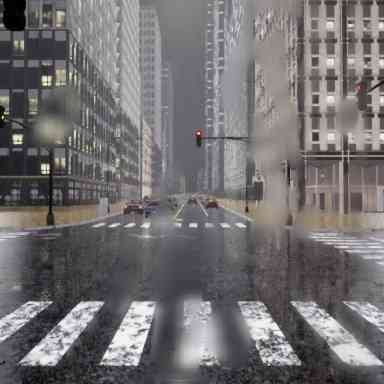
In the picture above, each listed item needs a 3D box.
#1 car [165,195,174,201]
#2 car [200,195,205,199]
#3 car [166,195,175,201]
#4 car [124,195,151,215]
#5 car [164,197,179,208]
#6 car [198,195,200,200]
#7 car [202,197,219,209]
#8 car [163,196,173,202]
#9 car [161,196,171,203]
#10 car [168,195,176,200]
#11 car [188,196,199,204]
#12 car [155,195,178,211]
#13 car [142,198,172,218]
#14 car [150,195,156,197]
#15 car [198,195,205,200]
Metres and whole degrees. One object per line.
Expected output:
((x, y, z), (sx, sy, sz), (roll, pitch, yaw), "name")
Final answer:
((-5.691, 1.578, 83.970), (1.887, 1.381, 4.507), (1, 0, 0), "car")
((2.695, 1.547, 56.334), (1.752, 1.417, 4.829), (1, 0, 0), "car")
((-5.692, 1.587, 89.546), (2.008, 1.369, 4.403), (1, 0, 0), "car")
((-5.680, 1.453, 33.794), (1.967, 1.590, 4.097), (1, 0, 0), "car")
((-3.104, 1.567, 51.058), (2.033, 1.411, 5.357), (0, 0, 0), "car")
((2.693, 1.590, 61.741), (1.947, 1.339, 4.313), (1, 0, 0), "car")
((2.695, 1.599, 45.008), (1.802, 1.307, 4.206), (1, 0, 0), "car")
((-5.690, 1.582, 78.395), (2.008, 1.369, 4.403), (1, 0, 0), "car")
((-5.689, 1.573, 72.820), (1.887, 1.381, 4.507), (1, 0, 0), "car")
((-5.694, 1.605, 95.121), (1.947, 1.339, 4.313), (1, 0, 0), "car")
((0.089, 1.572, 64.086), (2.033, 1.411, 5.357), (0, 0, 0), "car")
((-3.104, 1.520, 40.670), (1.837, 1.490, 4.892), (0, 0, 0), "car")
((-3.104, 1.537, 30.328), (1.812, 1.442, 4.674), (0, 0, 0), "car")
((-5.680, 1.332, 44.945), (2.192, 1.841, 5.009), (1, 0, 0), "car")
((2.687, 1.584, 95.204), (1.887, 1.381, 4.507), (1, 0, 0), "car")
